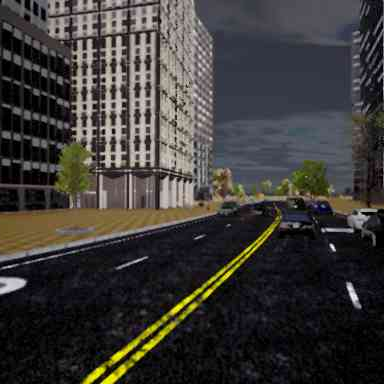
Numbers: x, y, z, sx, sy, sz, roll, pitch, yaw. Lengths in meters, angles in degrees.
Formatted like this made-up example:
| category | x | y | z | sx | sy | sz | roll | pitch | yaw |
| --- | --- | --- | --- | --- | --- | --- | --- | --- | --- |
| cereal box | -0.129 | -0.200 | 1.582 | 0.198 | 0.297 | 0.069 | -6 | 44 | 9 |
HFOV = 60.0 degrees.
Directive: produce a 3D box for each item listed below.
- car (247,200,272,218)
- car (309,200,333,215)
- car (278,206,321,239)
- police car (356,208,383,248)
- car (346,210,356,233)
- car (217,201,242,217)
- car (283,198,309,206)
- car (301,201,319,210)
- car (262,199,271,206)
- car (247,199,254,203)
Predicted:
| category | x | y | z | sx | sy | sz | roll | pitch | yaw |
| --- | --- | --- | --- | --- | --- | --- | --- | --- | --- |
| car | 7.277 | 1.876 | 34.969 | 1.837 | 1.490 | 4.892 | 0 | -1 | 16 |
| car | 15.791 | 1.806 | 40.716 | 2.097 | 1.767 | 4.553 | 0 | -1 | 15 |
| car | 5.871 | 1.750 | 18.644 | 2.033 | 1.411 | 5.357 | 0 | -1 | 18 |
| police car | 9.185 | 1.605 | 15.445 | 1.930 | 1.638 | 5.238 | 0 | -1 | 19 |
| car | 11.055 | 1.767 | 21.129 | 1.812 | 1.442 | 4.674 | 0 | -1 | 18 |
| car | 4.076 | 1.720 | 35.613 | 2.097 | 1.767 | 4.553 | 0 | -1 | 16 |
| car | 11.312 | 1.622 | 36.577 | 2.150 | 2.045 | 5.566 | 0 | 0 | 16 |
| car | 19.016 | 2.150 | 53.882 | 2.033 | 1.411 | 5.357 | 0 | -1 | 12 |
| car | 16.691 | 2.373 | 74.777 | 1.994 | 1.385 | 4.181 | 0 | -1 | 12 |
| car | 13.526 | 2.343 | 75.510 | 1.812 | 1.442 | 4.674 | 0 | -1 | 12 |
